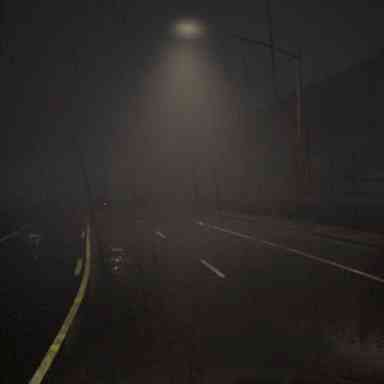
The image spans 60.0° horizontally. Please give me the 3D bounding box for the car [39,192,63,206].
[{"bbox_3d":[-21.342,1.123,50.386,2.097,1.767,4.553,-1,1,-17],"label":"car"}]

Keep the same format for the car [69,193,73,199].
[{"bbox_3d":[-30.891,1.081,81.383,2.128,1.511,4.902,-1,1,-17],"label":"car"}]

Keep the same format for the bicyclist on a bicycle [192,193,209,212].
[{"bbox_3d":[0.773,1.024,31.779,1.656,1.620,0.582,-9,4,-8],"label":"bicyclist on a bicycle"}]

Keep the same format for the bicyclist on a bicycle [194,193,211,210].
[{"bbox_3d":[1.056,0.933,32.701,1.656,1.620,0.582,-2,1,-43],"label":"bicyclist on a bicycle"}]

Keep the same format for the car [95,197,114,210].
[{"bbox_3d":[-10.161,1.299,38.521,1.994,1.385,4.181,-1,1,-17],"label":"car"}]

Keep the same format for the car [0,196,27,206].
[{"bbox_3d":[-28.087,1.350,51.308,4.902,1.511,2.128,-2,2,-45],"label":"car"}]

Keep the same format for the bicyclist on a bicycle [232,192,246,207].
[{"bbox_3d":[5.169,0.829,36.880,1.656,1.620,0.582,0,1,27],"label":"bicyclist on a bicycle"}]

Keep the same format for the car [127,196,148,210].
[{"bbox_3d":[-6.151,1.166,37.393,1.882,1.535,5.008,-1,1,-17],"label":"car"}]

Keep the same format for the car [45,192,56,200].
[{"bbox_3d":[-34.461,0.961,81.071,2.097,1.767,4.553,-1,1,-17],"label":"car"}]

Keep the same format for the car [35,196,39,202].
[{"bbox_3d":[-29.709,1.282,65.763,1.994,1.385,4.181,-1,1,-17],"label":"car"}]

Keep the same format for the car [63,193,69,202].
[{"bbox_3d":[-26.083,1.153,65.881,1.882,1.535,5.008,-1,1,-17],"label":"car"}]
